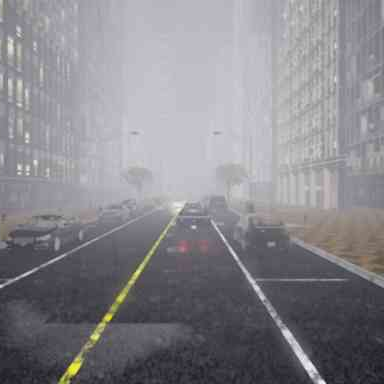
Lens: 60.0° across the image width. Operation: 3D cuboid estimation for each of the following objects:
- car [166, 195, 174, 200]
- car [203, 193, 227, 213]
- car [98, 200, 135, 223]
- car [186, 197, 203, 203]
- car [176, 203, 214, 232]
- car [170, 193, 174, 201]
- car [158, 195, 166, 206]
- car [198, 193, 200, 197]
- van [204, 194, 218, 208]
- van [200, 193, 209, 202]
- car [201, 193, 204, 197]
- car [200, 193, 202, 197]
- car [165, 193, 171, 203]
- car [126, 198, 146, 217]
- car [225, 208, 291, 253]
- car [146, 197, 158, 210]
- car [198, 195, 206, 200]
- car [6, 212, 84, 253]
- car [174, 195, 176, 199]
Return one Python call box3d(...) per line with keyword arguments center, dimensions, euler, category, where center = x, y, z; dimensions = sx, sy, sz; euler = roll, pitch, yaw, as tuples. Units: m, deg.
box3d(center=(-5.700, 1.410, 87.282), dimensions=(1.802, 1.307, 4.206), euler=(-1, 0, 0), category="car")
box3d(center=(2.680, 1.247, 36.129), dimensions=(2.192, 1.841, 5.009), euler=(-1, 0, 0), category="car")
box3d(center=(-5.698, 1.535, 24.761), dimensions=(1.802, 1.307, 4.206), euler=(-1, 0, 0), category="car")
box3d(center=(0.101, 1.530, 37.569), dimensions=(1.895, 1.301, 4.718), euler=(0, 0, 0), category="car")
box3d(center=(0.099, 1.564, 19.850), dimensions=(1.895, 1.301, 4.718), euler=(0, 0, 0), category="car")
box3d(center=(-5.700, 1.292, 75.914), dimensions=(1.967, 1.590, 4.097), euler=(-1, 0, 0), category="car")
box3d(center=(-5.699, 1.464, 53.180), dimensions=(1.947, 1.339, 4.313), euler=(-1, 0, 0), category="car")
box3d(center=(2.680, 1.316, 64.547), dimensions=(1.967, 1.590, 4.097), euler=(-1, 0, 0), category="car")
box3d(center=(2.680, 1.251, 47.496), dimensions=(1.690, 1.788, 3.998), euler=(-1, 0, 0), category="van")
box3d(center=(2.679, 1.205, 70.230), dimensions=(1.690, 1.788, 3.998), euler=(-1, 0, 0), category="van")
box3d(center=(2.680, 1.236, 41.813), dimensions=(2.192, 1.841, 5.009), euler=(-1, 0, 0), category="car")
box3d(center=(2.681, 1.339, 53.180), dimensions=(1.967, 1.590, 4.097), euler=(-1, 0, 0), category="car")
box3d(center=(-5.699, 1.426, 64.547), dimensions=(2.008, 1.369, 4.403), euler=(-1, 0, 0), category="car")
box3d(center=(-5.699, 1.383, 30.445), dimensions=(1.967, 1.590, 4.097), euler=(-1, 0, 0), category="car")
box3d(center=(2.683, 1.526, 13.394), dimensions=(2.008, 1.369, 4.403), euler=(-1, 0, 0), category="car")
box3d(center=(-5.698, 1.447, 41.643), dimensions=(1.752, 1.417, 4.829), euler=(-1, 0, 0), category="car")
box3d(center=(2.681, 1.379, 87.282), dimensions=(2.008, 1.369, 4.403), euler=(-1, 0, 0), category="car")
box3d(center=(-5.698, 1.526, 13.394), dimensions=(2.008, 1.369, 4.403), euler=(-1, 0, 0), category="car")
box3d(center=(-5.702, 1.155, 81.598), dimensions=(2.192, 1.841, 5.009), euler=(-1, 0, 0), category="car")
